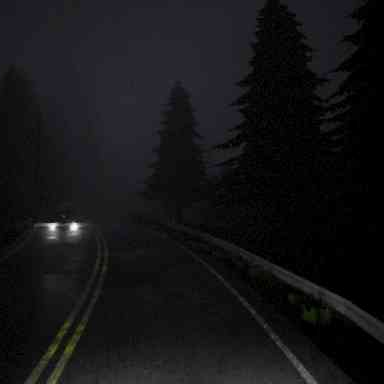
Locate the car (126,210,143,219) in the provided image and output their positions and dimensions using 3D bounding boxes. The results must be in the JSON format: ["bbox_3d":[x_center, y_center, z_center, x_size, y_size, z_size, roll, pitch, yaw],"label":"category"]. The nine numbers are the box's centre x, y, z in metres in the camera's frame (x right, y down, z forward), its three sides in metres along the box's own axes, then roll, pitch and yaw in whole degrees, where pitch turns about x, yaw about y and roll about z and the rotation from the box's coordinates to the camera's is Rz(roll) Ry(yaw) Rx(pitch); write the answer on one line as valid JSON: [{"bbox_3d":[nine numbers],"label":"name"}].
[{"bbox_3d":[-7.050,3.201,45.027,2.033,1.411,5.357,-1,-8,13],"label":"car"}]

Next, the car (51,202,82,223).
[{"bbox_3d":[-9.718,1.561,25.940,1.837,1.490,4.892,0,-2,-15],"label":"car"}]
